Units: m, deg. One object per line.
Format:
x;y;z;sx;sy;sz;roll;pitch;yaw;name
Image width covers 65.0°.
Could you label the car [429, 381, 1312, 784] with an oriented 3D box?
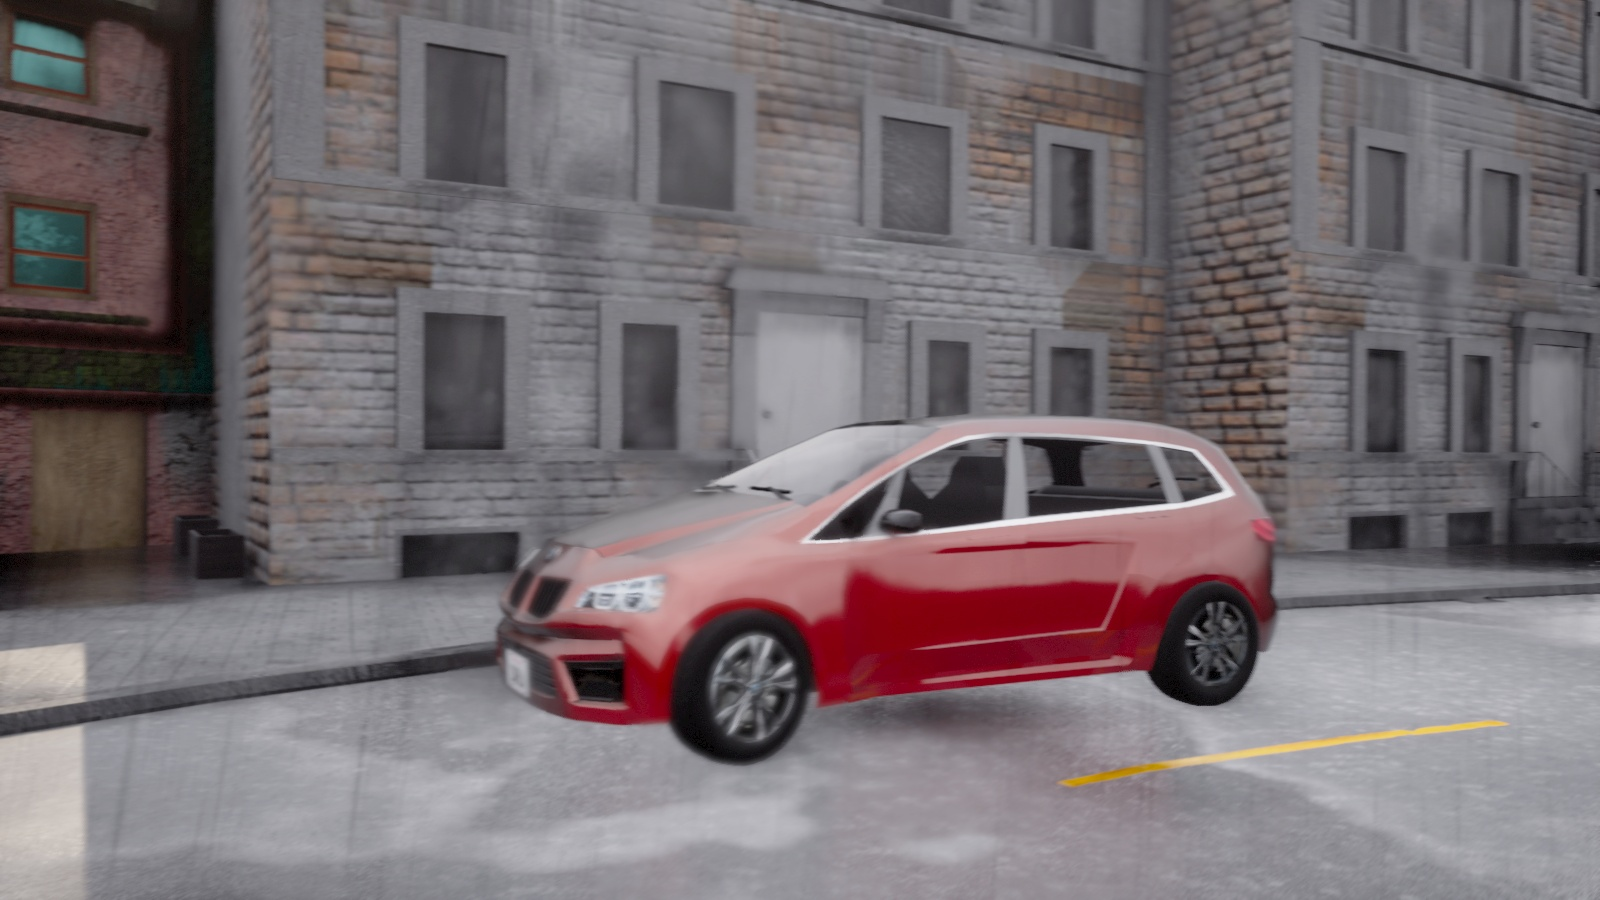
0.446;0.549;7.281;4.611;1.667;2.242;0;0;-28;car
